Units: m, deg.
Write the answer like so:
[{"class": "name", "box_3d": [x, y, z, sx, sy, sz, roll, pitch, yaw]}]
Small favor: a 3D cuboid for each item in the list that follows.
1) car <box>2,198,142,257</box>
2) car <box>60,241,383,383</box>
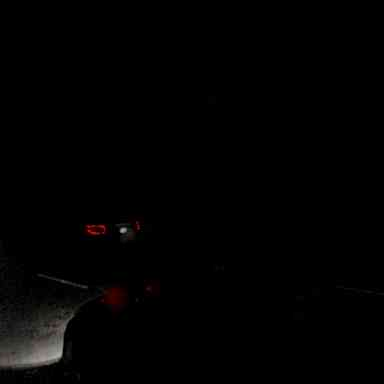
[{"class": "car", "box_3d": [-4.182, 1.206, 11.275, 5.566, 2.045, 2.150, 0, 0, 36]}, {"class": "car", "box_3d": [0.460, 1.561, 3.676, 4.181, 1.385, 1.994, 0, 0, 35]}]
